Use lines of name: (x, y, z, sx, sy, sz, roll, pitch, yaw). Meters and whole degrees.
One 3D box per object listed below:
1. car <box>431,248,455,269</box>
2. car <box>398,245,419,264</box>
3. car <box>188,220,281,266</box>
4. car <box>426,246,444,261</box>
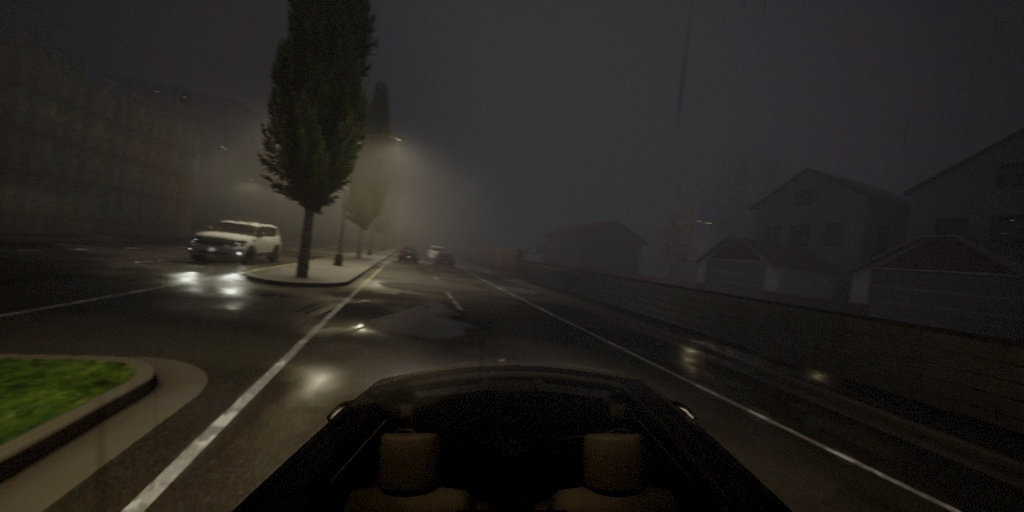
car: (-7.004, 0.333, 36.983, 1.882, 1.535, 5.008, 7, 0, -16)
car: (-10.459, -0.011, 36.397, 1.994, 1.385, 4.181, 7, 0, -16)
car: (-13.528, -0.733, 18.003, 2.150, 2.045, 5.566, 7, 0, -16)
car: (-10.120, -0.316, 47.647, 2.150, 2.045, 5.566, 7, 0, -16)
